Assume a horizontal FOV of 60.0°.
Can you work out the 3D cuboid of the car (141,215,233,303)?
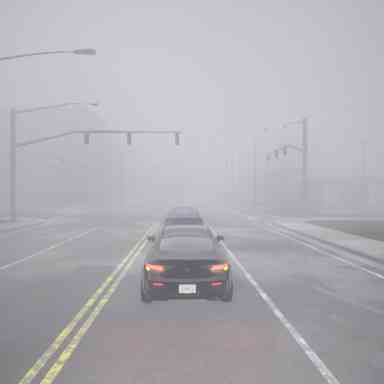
[{"bbox_3d":[-0.145,1.526,8.111,1.812,1.442,4.674,0,0,-2],"label":"car"}]

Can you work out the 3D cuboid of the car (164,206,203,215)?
[{"bbox_3d":[-0.430,1.478,17.160,1.882,1.535,5.008,0,0,-2],"label":"car"}]
